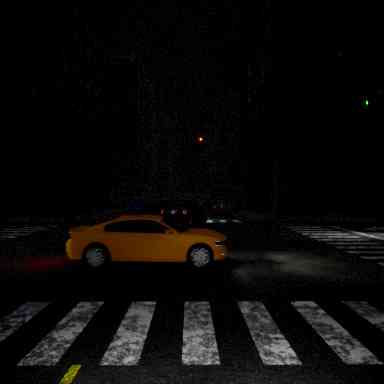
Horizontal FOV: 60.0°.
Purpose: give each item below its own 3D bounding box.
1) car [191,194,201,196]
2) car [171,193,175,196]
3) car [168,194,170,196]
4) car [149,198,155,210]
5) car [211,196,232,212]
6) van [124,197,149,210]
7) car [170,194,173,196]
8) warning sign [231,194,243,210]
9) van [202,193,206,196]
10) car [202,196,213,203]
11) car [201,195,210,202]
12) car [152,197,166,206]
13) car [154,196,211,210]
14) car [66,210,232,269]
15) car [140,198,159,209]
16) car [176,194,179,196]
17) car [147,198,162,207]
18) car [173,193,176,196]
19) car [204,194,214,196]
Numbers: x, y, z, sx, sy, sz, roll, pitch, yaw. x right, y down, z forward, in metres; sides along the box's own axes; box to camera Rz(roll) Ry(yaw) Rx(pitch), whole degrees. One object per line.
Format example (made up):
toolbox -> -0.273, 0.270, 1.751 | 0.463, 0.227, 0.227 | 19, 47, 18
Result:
car -> 0.346, 1.566, 63.712 | 1.994, 1.385, 4.181 | 0, 0, 0
car -> -5.462, 1.544, 73.060 | 1.887, 1.381, 4.507 | 0, 0, 0
car -> -5.525, 1.527, 61.554 | 1.752, 1.417, 4.829 | 0, 0, 0
car -> -5.648, 1.443, 39.051 | 1.967, 1.590, 4.097 | 0, 0, 0
car -> 2.846, 1.442, 33.339 | 1.967, 1.590, 4.097 | 0, 0, 0
van -> -5.680, 1.343, 33.383 | 1.690, 1.788, 3.998 | 0, 0, 0
car -> -5.493, 1.567, 67.392 | 1.947, 1.339, 4.313 | 0, 0, 0
warning sign -> 5.280, 1.118, 39.319 | 1.300, 1.860, 1.060 | 0, 0, 0
van -> 2.970, 1.344, 56.015 | 1.690, 1.788, 3.998 | 0, 0, 0
car -> 3.033, 1.552, 67.354 | 2.008, 1.369, 4.403 | 0, 0, 0
car -> 3.095, 1.437, 78.692 | 1.967, 1.590, 4.097 | 0, 0, 0
car -> -5.555, 1.569, 56.056 | 1.947, 1.339, 4.313 | 0, 0, 0
car -> -0.498, 1.353, 23.366 | 2.097, 1.767, 4.553 | 0, 0, 20
car -> -1.376, 1.480, 10.645 | 5.008, 1.535, 1.882 | 0, 0, 0
car -> -5.617, 1.569, 44.720 | 1.947, 1.339, 4.313 | 0, 0, 0
car -> -5.369, 1.307, 90.065 | 2.192, 1.841, 5.009 | 0, 0, 0
car -> -5.586, 1.585, 50.388 | 1.802, 1.307, 4.206 | 0, 0, 0
car -> -5.432, 1.522, 78.559 | 1.752, 1.417, 4.829 | 0, 0, 0
car -> 2.908, 1.443, 44.677 | 1.967, 1.590, 4.097 | 0, 0, 0
